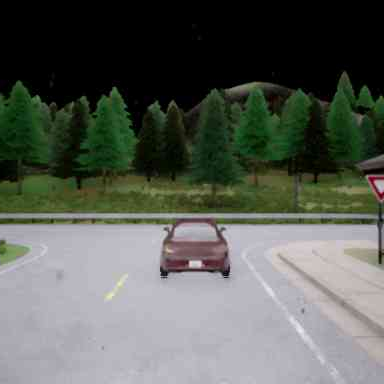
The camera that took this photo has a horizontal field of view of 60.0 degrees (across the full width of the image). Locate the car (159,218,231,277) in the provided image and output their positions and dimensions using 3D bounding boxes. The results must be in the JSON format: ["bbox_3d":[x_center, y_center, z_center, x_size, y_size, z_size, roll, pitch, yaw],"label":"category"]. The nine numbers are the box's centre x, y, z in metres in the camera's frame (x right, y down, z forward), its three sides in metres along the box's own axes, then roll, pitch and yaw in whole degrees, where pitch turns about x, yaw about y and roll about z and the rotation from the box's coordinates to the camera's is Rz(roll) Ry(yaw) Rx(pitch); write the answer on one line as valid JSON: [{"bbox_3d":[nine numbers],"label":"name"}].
[{"bbox_3d":[0.083,1.500,10.009,1.812,1.442,4.674,0,0,0],"label":"car"}]
